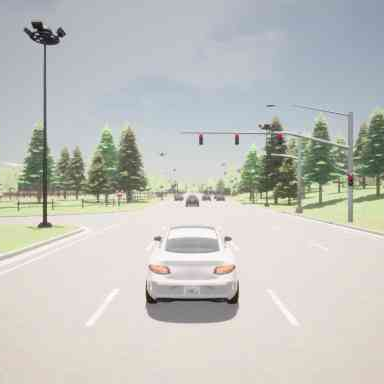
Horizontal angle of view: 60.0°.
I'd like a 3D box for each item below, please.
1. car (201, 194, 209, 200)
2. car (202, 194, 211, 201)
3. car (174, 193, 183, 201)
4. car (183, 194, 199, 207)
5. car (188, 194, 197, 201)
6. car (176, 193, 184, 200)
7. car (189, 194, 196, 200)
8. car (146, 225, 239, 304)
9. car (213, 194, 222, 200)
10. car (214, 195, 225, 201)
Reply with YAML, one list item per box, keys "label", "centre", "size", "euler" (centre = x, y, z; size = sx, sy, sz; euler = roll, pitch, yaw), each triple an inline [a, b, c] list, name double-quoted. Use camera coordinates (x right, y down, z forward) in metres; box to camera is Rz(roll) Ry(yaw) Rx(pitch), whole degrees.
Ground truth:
- label: "car"
  centre: [3.625, 1.372, 92.954]
  size: [2.033, 1.411, 5.357]
  euler: [0, 0, 0]
- label: "car"
  centre: [3.611, 1.348, 82.921]
  size: [2.097, 1.767, 4.553]
  euler: [0, 0, 0]
- label: "car"
  centre: [-3.389, 1.544, 82.927]
  size: [1.994, 1.385, 4.181]
  euler: [0, 0, 0]
- label: "car"
  centre: [0.070, 1.352, 51.896]
  size: [2.097, 1.767, 4.553]
  euler: [0, 0, 0]
- label: "car"
  centre: [0.111, 1.348, 82.925]
  size: [2.097, 1.767, 4.553]
  euler: [0, 0, 0]
- label: "car"
  centre: [-3.375, 1.188, 92.933]
  size: [2.097, 1.767, 4.553]
  euler: [0, 0, 0]
- label: "car"
  centre: [0.125, 1.332, 92.959]
  size: [1.837, 1.490, 4.892]
  euler: [0, 0, 0]
- label: "car"
  centre: [0.017, 1.526, 8.022]
  size: [1.812, 1.442, 4.674]
  euler: [0, 0, 0]
- label: "car"
  centre: [7.125, 1.385, 92.949]
  size: [1.994, 1.385, 4.181]
  euler: [0, 0, 0]
- label: "car"
  centre: [7.111, 1.517, 82.529]
  size: [2.128, 1.511, 4.902]
  euler: [0, 0, 0]
